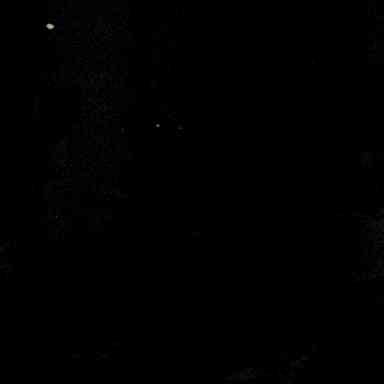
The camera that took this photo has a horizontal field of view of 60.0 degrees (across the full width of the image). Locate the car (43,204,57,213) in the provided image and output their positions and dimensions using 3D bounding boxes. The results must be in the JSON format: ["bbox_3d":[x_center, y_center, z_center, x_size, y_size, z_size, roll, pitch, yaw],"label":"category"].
[{"bbox_3d":[-23.494,2.646,54.565,2.128,1.511,4.902,-1,-1,-35],"label":"car"}]
